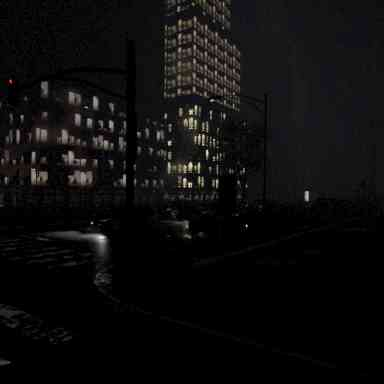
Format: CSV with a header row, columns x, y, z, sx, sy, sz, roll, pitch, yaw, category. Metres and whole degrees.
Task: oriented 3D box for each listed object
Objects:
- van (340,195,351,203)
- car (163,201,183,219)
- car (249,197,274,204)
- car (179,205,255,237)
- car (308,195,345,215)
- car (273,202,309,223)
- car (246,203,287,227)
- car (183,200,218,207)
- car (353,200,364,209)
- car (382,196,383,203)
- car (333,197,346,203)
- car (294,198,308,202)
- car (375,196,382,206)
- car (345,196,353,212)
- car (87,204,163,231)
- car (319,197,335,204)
x,y,z,sx,sy,sz,roll,pitch,yaw,category
38.179,1.705,82.923,1.690,1.788,3.998,1,0,36,van
-1.511,1.481,29.427,1.967,1.590,4.097,1,0,36,car
7.775,1.492,37.390,2.097,1.767,4.553,1,0,37,car
1.548,1.696,19.034,2.008,1.369,4.403,1,0,36,car
15.299,1.569,37.716,2.192,1.841,5.009,1,0,36,car
8.062,1.778,27.850,1.802,1.307,4.206,1,0,36,car
4.806,1.737,23.443,1.947,1.339,4.313,1,0,36,car
1.689,1.569,29.175,1.882,1.535,5.008,1,0,36,car
25.126,1.773,51.158,1.967,1.590,4.097,1,0,36,car
41.622,1.783,73.480,2.192,1.841,5.009,1,0,36,car
34.777,1.861,78.323,1.752,1.417,4.829,1,0,36,car
18.283,1.726,56.000,1.752,1.417,4.829,1,0,36,car
35.122,1.940,64.688,1.752,1.417,4.829,1,0,36,car
18.570,1.720,42.201,1.967,1.590,4.097,1,0,36,car
-4.306,1.549,21.066,1.837,1.490,4.892,1,0,36,car
28.281,1.848,69.530,1.947,1.339,4.313,1,0,36,car
